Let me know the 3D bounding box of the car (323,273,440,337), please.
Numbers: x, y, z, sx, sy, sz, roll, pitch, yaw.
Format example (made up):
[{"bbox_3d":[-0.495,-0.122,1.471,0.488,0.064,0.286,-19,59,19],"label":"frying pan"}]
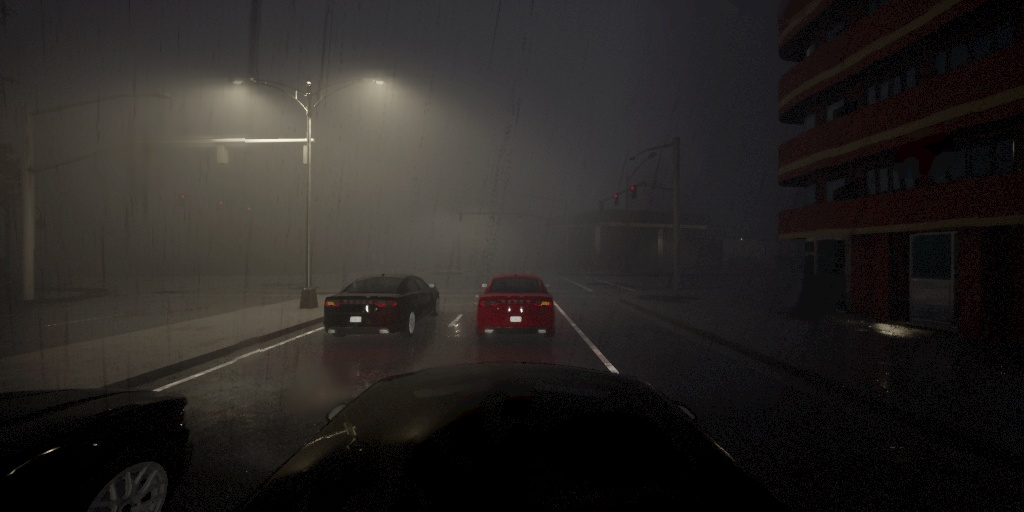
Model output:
[{"bbox_3d":[-3.397,1.228,10.290,1.882,1.535,5.008,0,0,0],"label":"car"}]

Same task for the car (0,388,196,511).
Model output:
[{"bbox_3d":[-3.408,1.228,0.716,1.882,1.535,5.008,0,0,0],"label":"car"}]

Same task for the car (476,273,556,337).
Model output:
[{"bbox_3d":[0.108,1.228,10.305,1.882,1.535,5.008,0,0,1],"label":"car"}]
